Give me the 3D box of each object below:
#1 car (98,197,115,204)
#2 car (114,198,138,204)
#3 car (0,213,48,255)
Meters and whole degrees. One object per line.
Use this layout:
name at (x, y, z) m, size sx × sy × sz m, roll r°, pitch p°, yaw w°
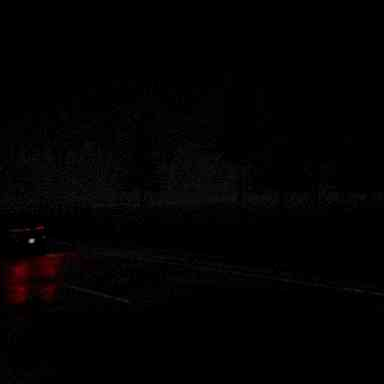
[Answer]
car at (-20.267, 1.956, 79.616) m, size 2.097 × 1.767 × 4.553 m, roll -1°, pitch 0°, yaw 35°
car at (-14.635, 2.129, 75.453) m, size 1.895 × 1.301 × 4.718 m, roll -1°, pitch 0°, yaw 35°
car at (-7.969, 1.633, 13.863) m, size 4.902 × 1.511 × 2.128 m, roll -1°, pitch 0°, yaw 36°
